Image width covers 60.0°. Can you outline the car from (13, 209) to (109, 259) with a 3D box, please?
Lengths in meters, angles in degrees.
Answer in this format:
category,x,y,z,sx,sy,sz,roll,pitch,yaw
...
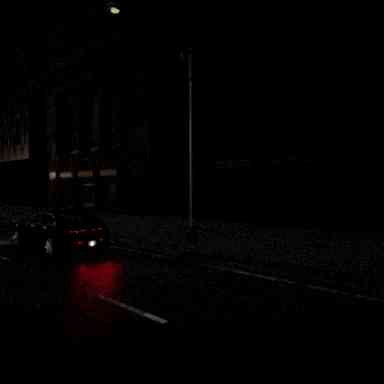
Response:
category,x,y,z,sx,sy,sz,roll,pitch,yaw
car,-4.968,1.382,12.286,4.892,1.490,1.837,0,1,43
